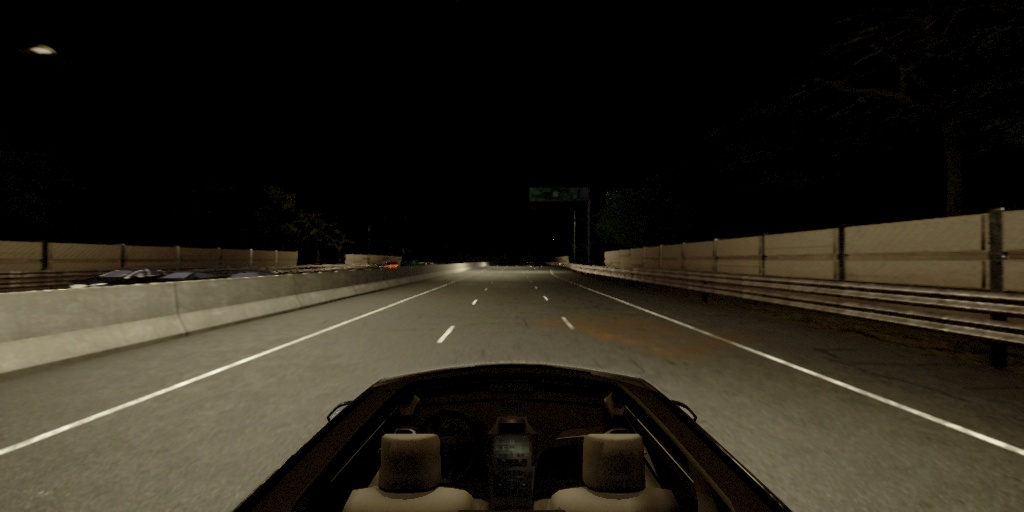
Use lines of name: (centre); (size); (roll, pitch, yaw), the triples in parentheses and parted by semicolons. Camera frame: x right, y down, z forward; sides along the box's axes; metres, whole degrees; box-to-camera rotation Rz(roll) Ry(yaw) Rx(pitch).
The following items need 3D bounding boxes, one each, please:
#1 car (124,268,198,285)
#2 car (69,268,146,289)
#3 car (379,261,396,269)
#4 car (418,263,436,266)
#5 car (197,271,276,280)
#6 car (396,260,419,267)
car: (-17.600, 1.507, 19.390); (1.994, 1.385, 4.181); (0, -1, 0)
car: (-21.100, 1.440, 19.853); (2.128, 1.511, 4.902); (0, -1, 0)
car: (-21.027, 1.776, 61.679); (2.097, 1.767, 4.553); (0, -1, 1)
car: (-14.024, 1.972, 61.748); (2.033, 1.411, 5.357); (0, -1, 1)
car: (-14.101, 1.508, 19.417); (1.994, 1.385, 4.181); (0, -1, 0)
car: (-17.526, 1.645, 61.648); (2.150, 2.045, 5.566); (0, -1, 1)
